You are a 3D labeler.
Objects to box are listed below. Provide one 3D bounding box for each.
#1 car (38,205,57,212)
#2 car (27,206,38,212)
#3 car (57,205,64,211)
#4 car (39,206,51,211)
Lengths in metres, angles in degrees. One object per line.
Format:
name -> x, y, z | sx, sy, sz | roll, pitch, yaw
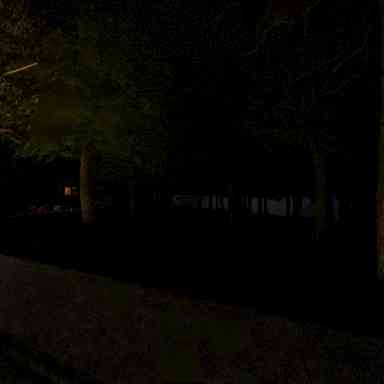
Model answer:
car -> -33.465, 3.886, 77.248 | 1.837, 1.490, 4.892 | 0, -2, -9
car -> -36.733, 3.912, 77.090 | 1.837, 1.490, 4.892 | 0, -2, -9
car -> -35.179, 4.238, 87.531 | 2.128, 1.511, 4.902 | 0, -2, -9
car -> -38.385, 4.275, 86.995 | 1.994, 1.385, 4.181 | 0, -2, -9
